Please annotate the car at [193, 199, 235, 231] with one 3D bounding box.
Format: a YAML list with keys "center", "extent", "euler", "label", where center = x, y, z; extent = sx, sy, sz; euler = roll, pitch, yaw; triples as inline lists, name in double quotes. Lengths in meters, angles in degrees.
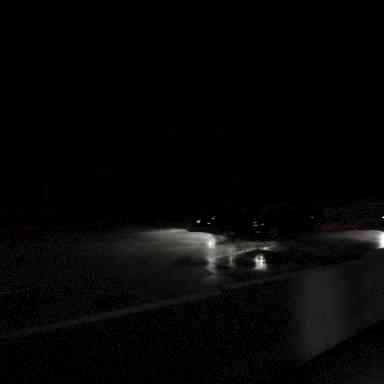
- center: [2.301, 1.187, 18.524]
  extent: [4.892, 1.490, 1.837]
  euler: [-3, 1, -35]
  label: "car"

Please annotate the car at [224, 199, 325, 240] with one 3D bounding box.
- center: [4.145, 1.168, 15.540]
  extent: [5.008, 1.535, 1.882]
  euler: [-2, 1, -35]
  label: "car"

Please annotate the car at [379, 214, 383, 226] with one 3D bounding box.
- center: [11.393, 1.028, 16.408]
  extent: [5.357, 1.411, 2.033]
  euler: [-2, 1, -35]
  label: "car"
